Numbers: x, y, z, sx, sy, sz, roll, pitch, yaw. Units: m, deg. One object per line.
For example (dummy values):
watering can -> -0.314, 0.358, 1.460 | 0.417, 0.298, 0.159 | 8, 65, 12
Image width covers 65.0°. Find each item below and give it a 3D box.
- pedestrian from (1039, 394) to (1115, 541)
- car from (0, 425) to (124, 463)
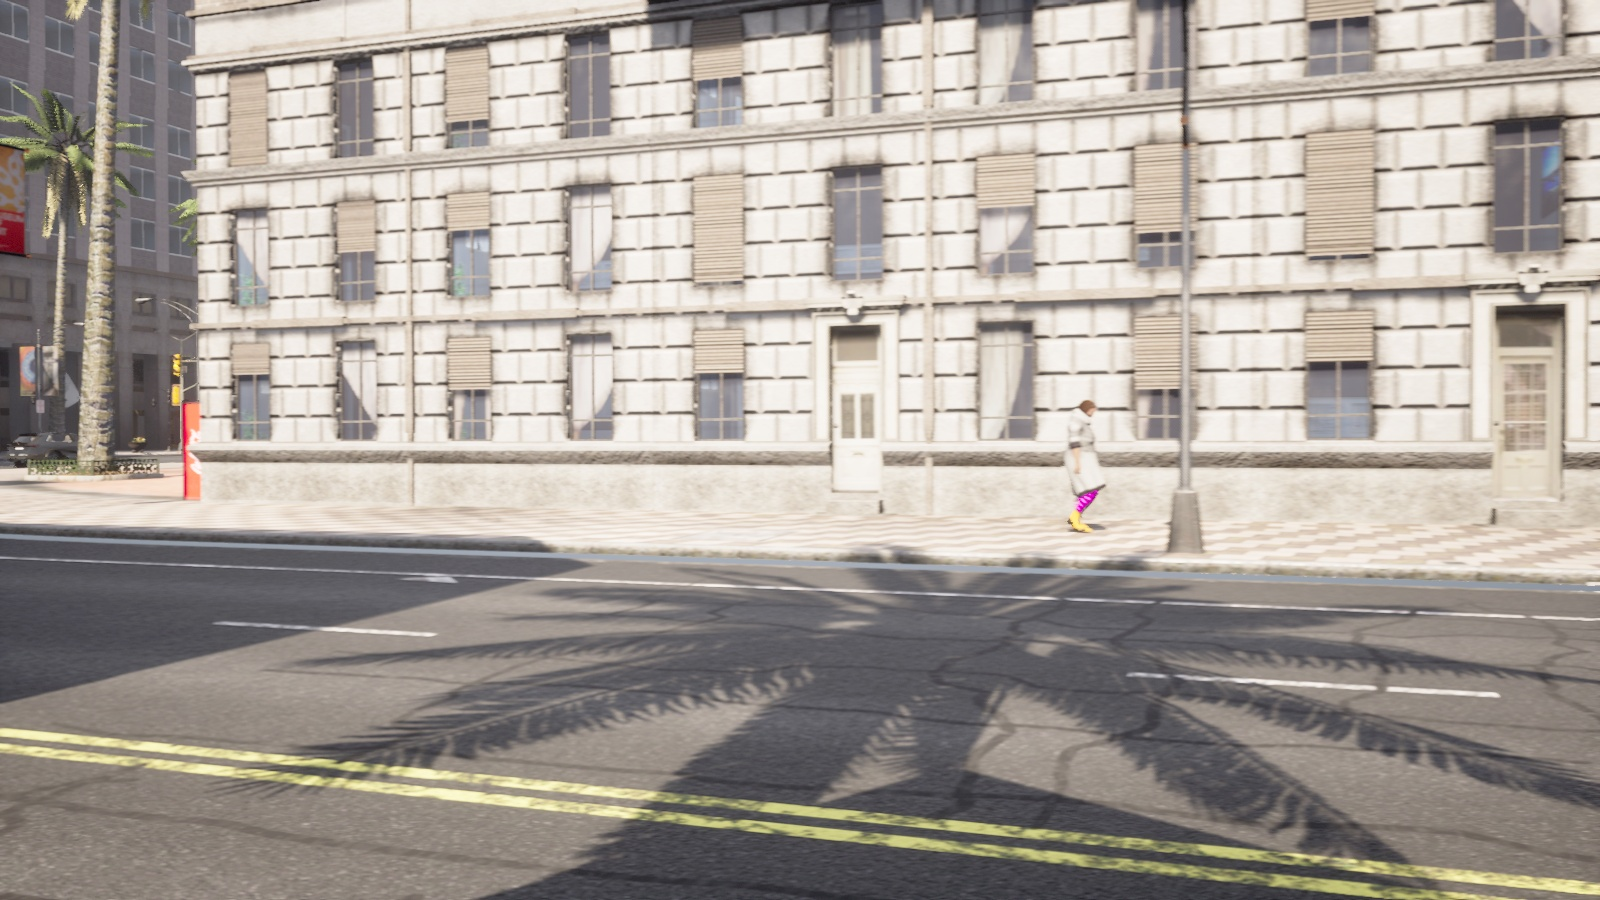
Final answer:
pedestrian -> 3.784, 0.223, 17.161 | 0.873, 1.952, 0.659 | 1, 1, 25
car -> -33.635, -0.288, 57.349 | 2.033, 1.649, 4.856 | 0, 1, 17
